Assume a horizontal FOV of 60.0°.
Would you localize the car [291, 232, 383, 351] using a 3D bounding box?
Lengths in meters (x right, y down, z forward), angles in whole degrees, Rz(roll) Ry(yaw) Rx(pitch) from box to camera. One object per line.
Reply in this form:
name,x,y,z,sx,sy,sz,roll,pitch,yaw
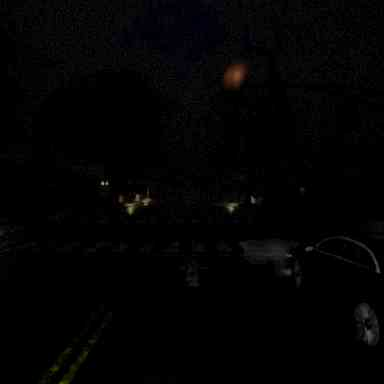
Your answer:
car,3.358,1.487,6.175,2.128,1.511,4.902,0,0,-2
